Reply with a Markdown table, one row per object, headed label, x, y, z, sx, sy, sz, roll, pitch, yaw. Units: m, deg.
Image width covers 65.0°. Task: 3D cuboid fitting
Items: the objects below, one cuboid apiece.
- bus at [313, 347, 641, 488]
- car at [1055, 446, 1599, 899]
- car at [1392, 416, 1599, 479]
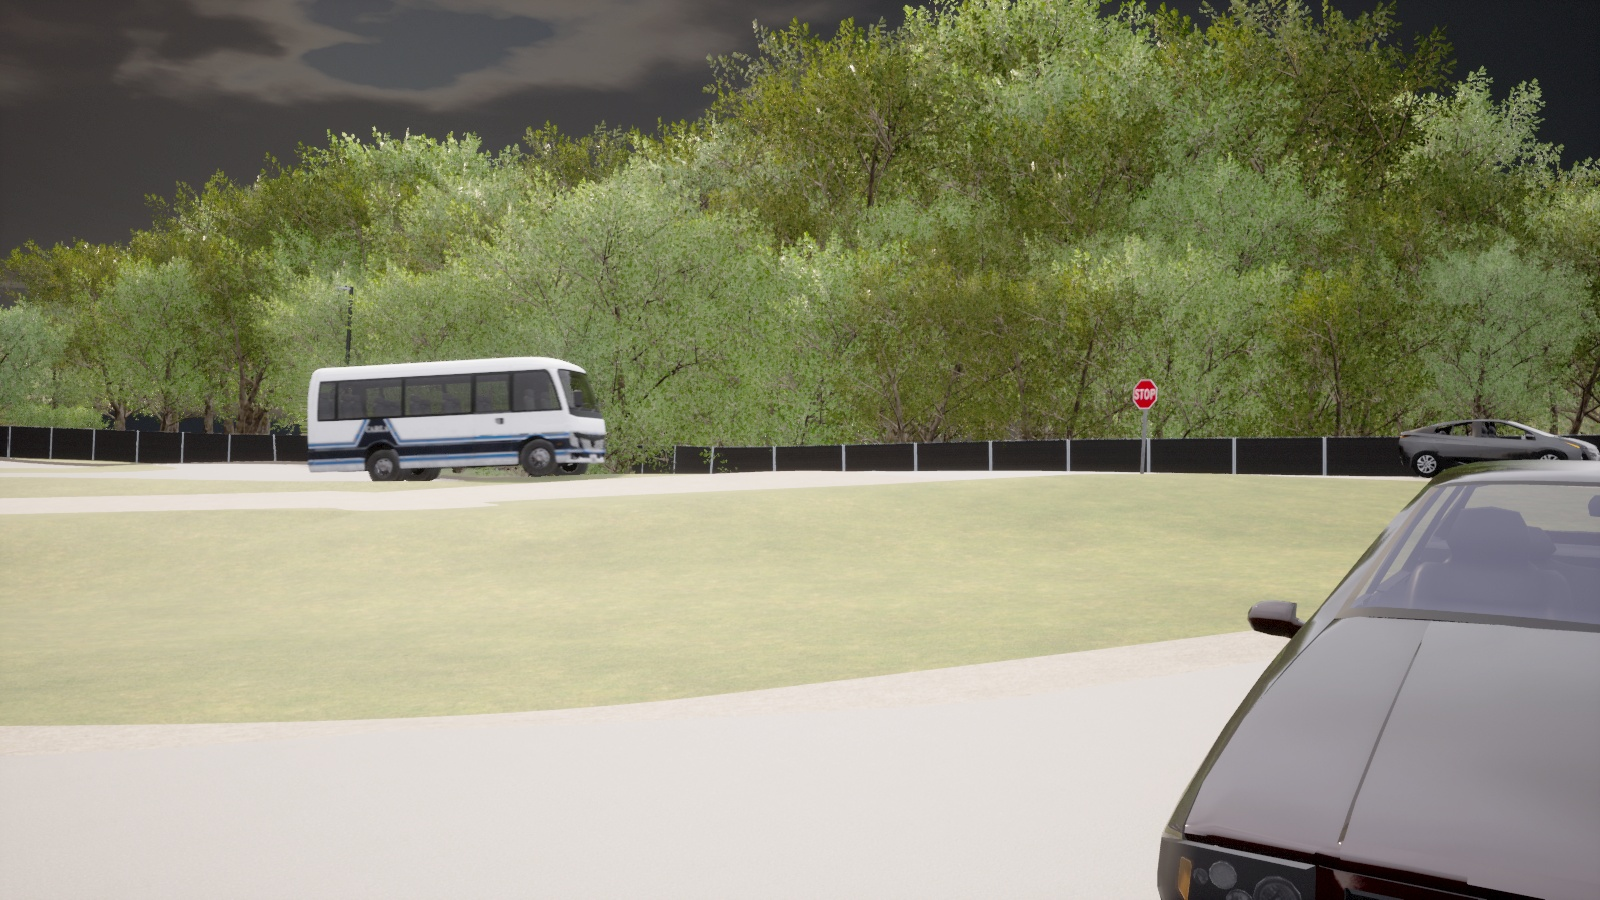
| label | x | y | z | sx | sy | sz | roll | pitch | yaw |
| --- | --- | --- | --- | --- | --- | --- | --- | --- | --- |
| bus | -11.182 | -1.013 | 43.921 | 10.273 | 4.253 | 3.944 | -2 | -1 | 11 |
| car | 2.824 | 0.751 | 4.233 | 2.033 | 1.411 | 5.357 | 2 | 2 | 33 |
| car | 17.966 | -0.042 | 32.352 | 4.514 | 1.525 | 2.007 | 0 | -1 | 43 |
